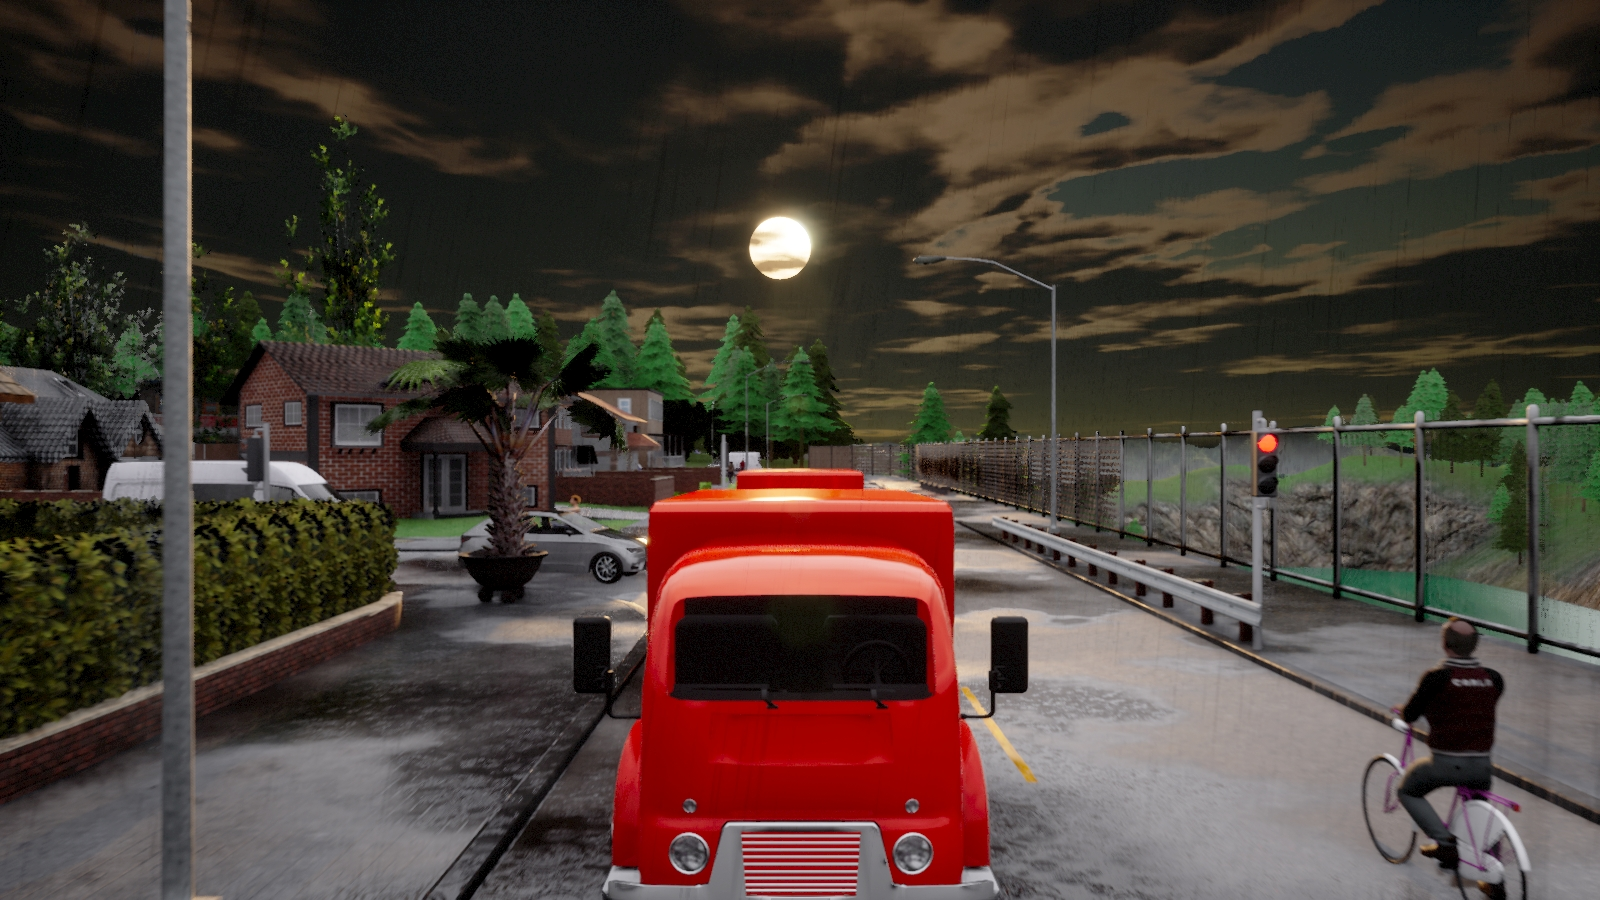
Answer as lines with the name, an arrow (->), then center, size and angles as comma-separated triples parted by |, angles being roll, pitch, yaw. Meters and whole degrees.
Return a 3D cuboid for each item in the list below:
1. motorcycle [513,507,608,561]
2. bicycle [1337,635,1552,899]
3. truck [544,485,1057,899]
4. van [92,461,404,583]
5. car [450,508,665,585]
motorcycle -> -6.115, 2.145, 29.337 | 2.356, 1.307, 0.764 | 0, -2, -9
bicycle -> 3.988, 2.057, 7.224 | 0.329, 1.471, 1.835 | 0, 0, 0
truck -> 0.002, 1.566, 8.447 | 2.627, 2.467, 5.204 | 0, 0, 0
van -> -12.033, 1.526, 25.188 | 5.915, 2.561, 1.988 | 0, 0, 0
car -> -5.217, 2.058, 24.803 | 4.193, 1.474, 1.816 | 0, 0, 8
